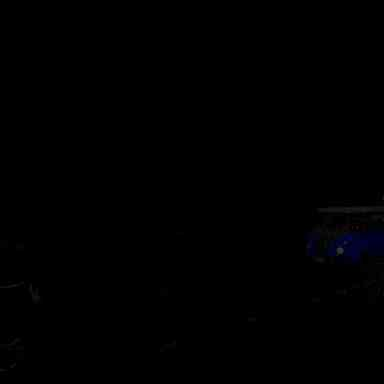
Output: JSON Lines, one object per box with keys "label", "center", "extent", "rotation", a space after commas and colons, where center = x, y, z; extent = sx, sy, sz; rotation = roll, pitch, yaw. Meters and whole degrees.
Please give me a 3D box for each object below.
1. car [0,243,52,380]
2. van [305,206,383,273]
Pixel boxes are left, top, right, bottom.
{"label": "car", "center": [-3.954, 1.440, 3.831], "extent": [4.097, 1.590, 1.967], "rotation": [0, 0, -36]}
{"label": "van", "center": [5.221, 1.337, 10.380], "extent": [3.998, 1.788, 1.690], "rotation": [0, 0, -36]}
